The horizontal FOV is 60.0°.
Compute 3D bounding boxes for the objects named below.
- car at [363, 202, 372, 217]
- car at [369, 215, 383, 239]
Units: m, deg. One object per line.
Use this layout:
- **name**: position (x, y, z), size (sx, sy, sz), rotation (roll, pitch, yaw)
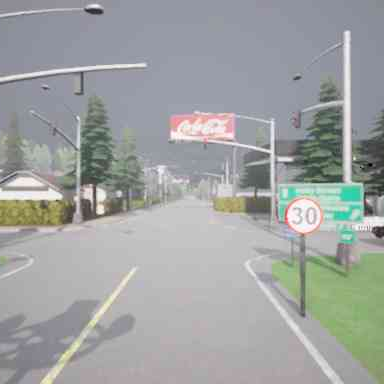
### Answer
- **car**: position (14.346, 1.827, 30.759), size (3.866, 1.878, 1.905), rotation (0, -1, 0)
- **car**: position (11.582, 1.963, 16.231), size (4.718, 1.301, 1.895), rotation (0, -1, 1)
